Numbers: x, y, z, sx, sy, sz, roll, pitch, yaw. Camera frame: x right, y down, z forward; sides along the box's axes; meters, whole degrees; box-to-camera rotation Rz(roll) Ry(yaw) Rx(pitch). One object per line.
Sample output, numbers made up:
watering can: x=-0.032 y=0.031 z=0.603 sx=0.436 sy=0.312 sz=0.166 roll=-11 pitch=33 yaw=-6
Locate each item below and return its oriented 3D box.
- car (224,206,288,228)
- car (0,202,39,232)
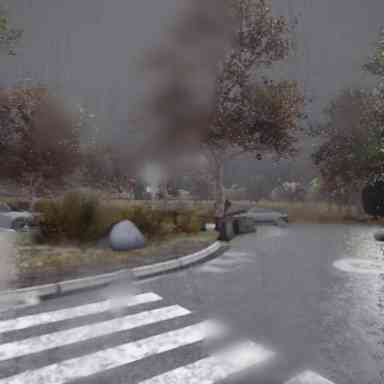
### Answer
car: x=4.242 y=1.623 z=22.257 sx=4.181 sy=1.385 sz=1.994 roll=1 pitch=0 yaw=-12
car: x=-9.246 y=1.075 z=14.792 sx=4.718 sy=1.301 sz=1.895 roll=4 pitch=-2 yaw=-37
